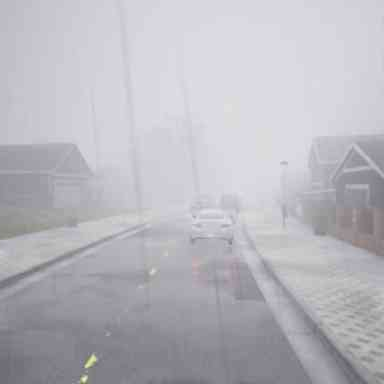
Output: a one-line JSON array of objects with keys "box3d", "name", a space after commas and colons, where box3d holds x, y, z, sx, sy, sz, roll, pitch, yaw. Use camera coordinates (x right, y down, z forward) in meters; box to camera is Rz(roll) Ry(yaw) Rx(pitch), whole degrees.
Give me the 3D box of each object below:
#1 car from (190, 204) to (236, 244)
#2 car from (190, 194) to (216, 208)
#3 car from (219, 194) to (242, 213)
[{"box3d": [0.964, 1.520, 15.690, 1.812, 1.442, 4.674, 0, 0, 5], "name": "car"}, {"box3d": [1.306, 1.204, 37.012, 2.150, 2.045, 5.566, 0, 0, 12], "name": "car"}, {"box3d": [4.344, 1.225, 37.250, 2.150, 2.045, 5.566, 0, 0, 12], "name": "car"}]
